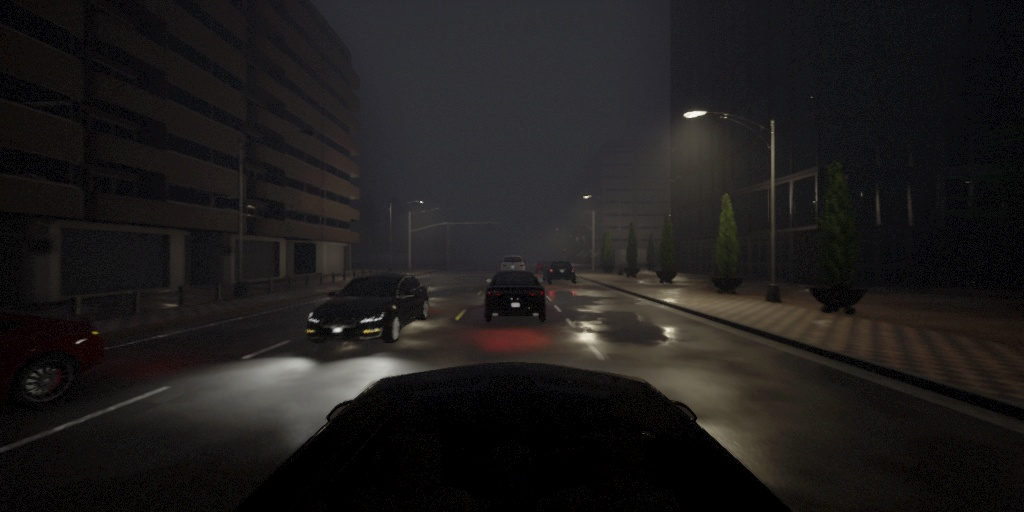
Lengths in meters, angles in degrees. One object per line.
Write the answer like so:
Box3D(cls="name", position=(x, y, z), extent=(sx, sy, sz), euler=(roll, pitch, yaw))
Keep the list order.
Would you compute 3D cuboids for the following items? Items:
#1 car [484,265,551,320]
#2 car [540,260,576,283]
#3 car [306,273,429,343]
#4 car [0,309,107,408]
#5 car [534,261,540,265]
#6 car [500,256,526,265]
Box3D(cls="car", position=(0.098, 1.237, 12.644), extent=(1.882, 1.535, 5.008), euler=(0, 0, 0))
Box3D(cls="car", position=(3.594, 1.124, 27.832), extent=(2.097, 1.767, 4.553), euler=(0, 0, 0))
Box3D(cls="car", position=(-3.587, 1.260, 9.804), extent=(1.837, 1.490, 4.892), euler=(0, 0, 0))
Box3D(cls="car", position=(-7.064, 1.276, 3.484), extent=(1.812, 1.442, 4.674), euler=(0, 0, 0))
Box3D(cls="car", position=(3.603, 1.262, 41.341), extent=(1.882, 1.535, 5.008), euler=(0, 0, 0))
Box3D(cls="car", position=(0.093, 0.997, 33.426), extent=(2.150, 2.045, 5.566), euler=(0, 0, 1))
